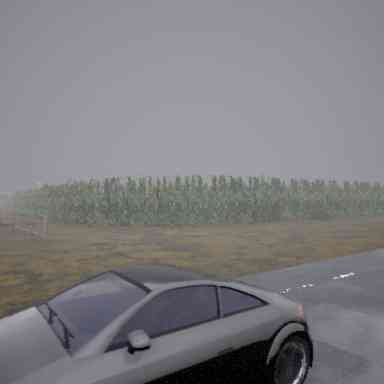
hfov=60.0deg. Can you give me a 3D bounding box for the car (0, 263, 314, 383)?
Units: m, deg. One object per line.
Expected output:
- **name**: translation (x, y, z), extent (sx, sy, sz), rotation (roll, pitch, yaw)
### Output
- **car**: translation (-0.596, 1.565, 3.572), extent (4.181, 1.385, 1.994), rotation (0, 0, -36)
